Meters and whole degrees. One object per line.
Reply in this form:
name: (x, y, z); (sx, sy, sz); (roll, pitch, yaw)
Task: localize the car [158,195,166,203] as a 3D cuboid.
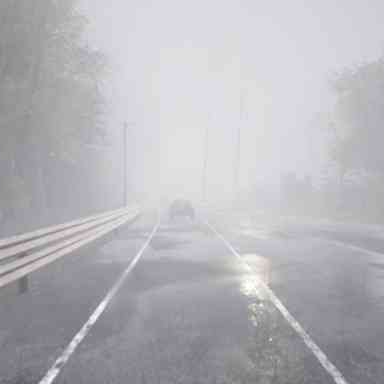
car: (-5.614, 1.442, 65.271); (1.837, 1.490, 4.892); (0, 0, -11)

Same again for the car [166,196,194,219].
car: (-1.039, 1.361, 29.760); (2.097, 1.767, 4.553); (0, 0, -5)
